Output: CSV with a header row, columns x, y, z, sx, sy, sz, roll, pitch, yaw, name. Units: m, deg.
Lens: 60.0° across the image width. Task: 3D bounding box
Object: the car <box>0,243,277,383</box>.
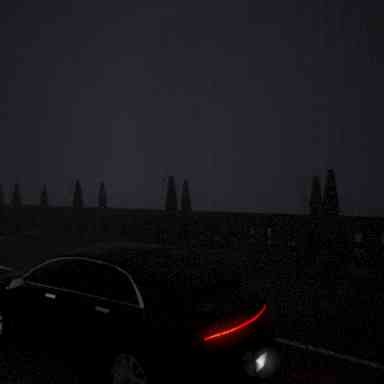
x,y,z,sx,sy,sz,roll,pitch,yaw,name
-1.242,1.521,4.878,4.892,1.490,1.837,0,0,36,car
